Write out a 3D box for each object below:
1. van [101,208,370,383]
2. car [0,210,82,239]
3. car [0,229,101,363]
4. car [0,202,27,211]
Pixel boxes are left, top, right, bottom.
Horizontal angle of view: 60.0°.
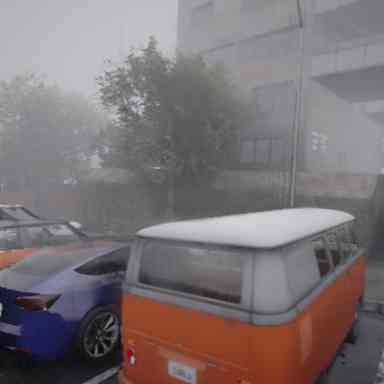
[{"bbox_3d":[1.175,1.264,4.590,1.878,1.987,4.442,0,0,36],"label":"van"},{"bbox_3d":[-3.455,1.397,7.720,2.185,1.767,4.553,0,0,36],"label":"car"},{"bbox_3d":[-1.149,1.535,6.144,2.163,1.488,4.792,0,0,36],"label":"car"},{"bbox_3d":[-5.694,1.287,9.395,2.435,2.045,5.566,0,0,36],"label":"car"}]
